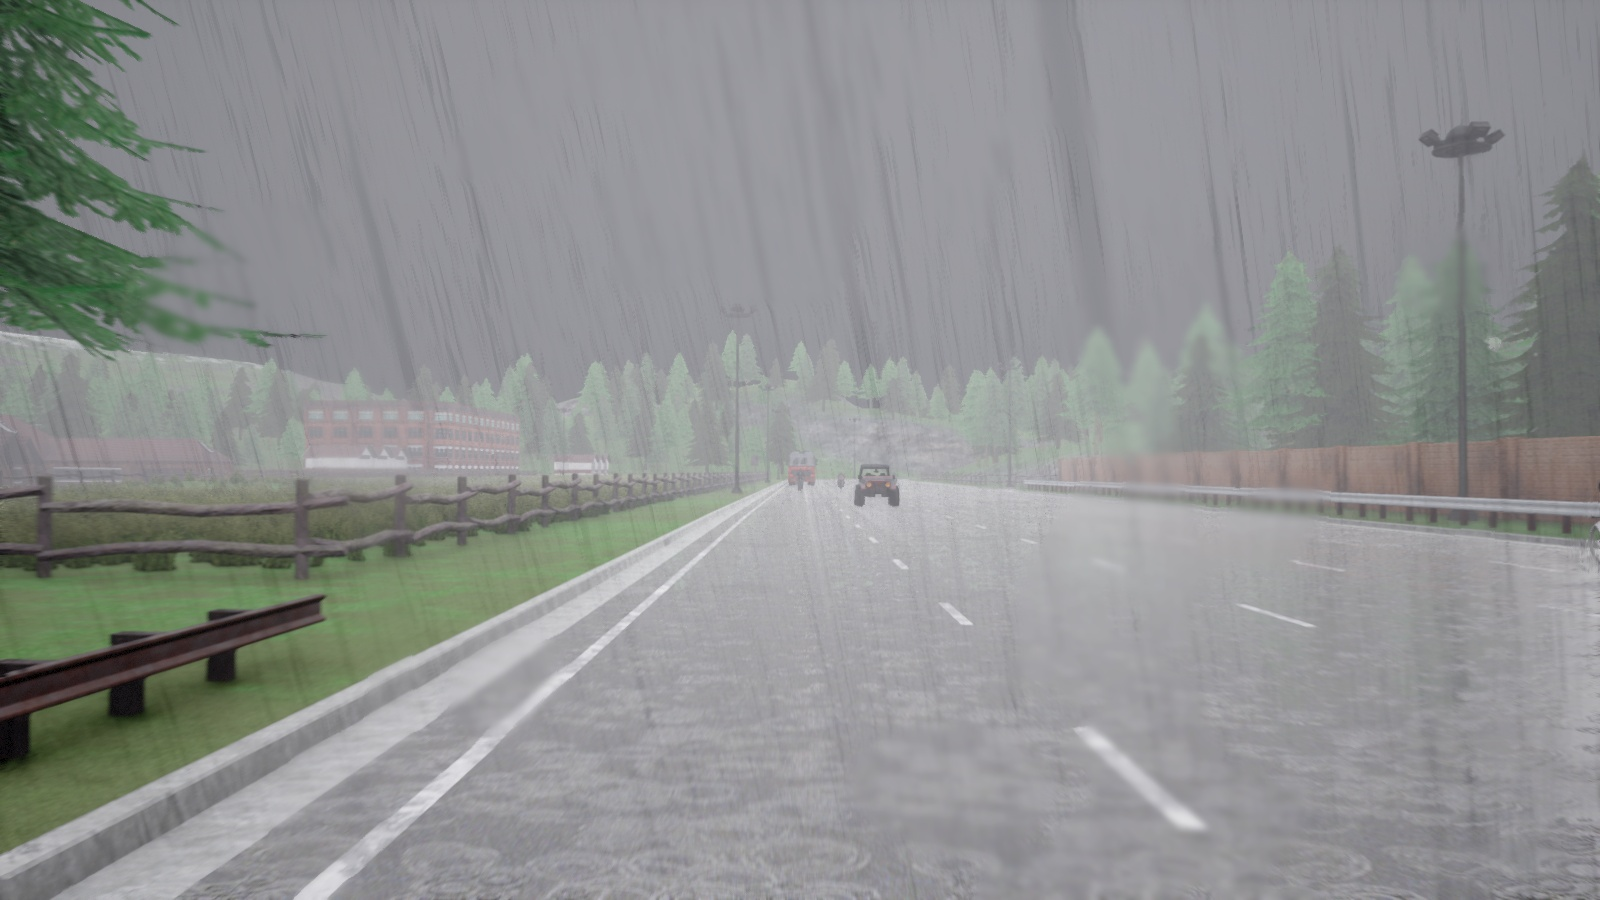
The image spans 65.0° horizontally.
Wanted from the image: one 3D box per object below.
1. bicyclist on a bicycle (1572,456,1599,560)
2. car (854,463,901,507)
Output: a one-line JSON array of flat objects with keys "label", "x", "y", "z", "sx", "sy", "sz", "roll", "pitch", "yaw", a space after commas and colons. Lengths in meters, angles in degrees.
[{"label": "bicyclist on a bicycle", "x": 13.948, "y": 0.984, "z": 21.190, "sx": 0.659, "sy": 1.776, "sz": 1.843, "roll": 0, "pitch": -1, "yaw": 0}, {"label": "car", "x": 3.438, "y": 1.538, "z": 56.284, "sx": 1.905, "sy": 1.878, "sz": 3.866, "roll": 0, "pitch": -1, "yaw": 0}]
